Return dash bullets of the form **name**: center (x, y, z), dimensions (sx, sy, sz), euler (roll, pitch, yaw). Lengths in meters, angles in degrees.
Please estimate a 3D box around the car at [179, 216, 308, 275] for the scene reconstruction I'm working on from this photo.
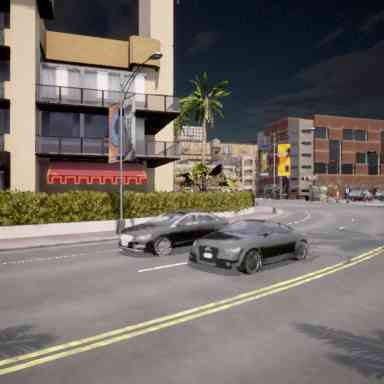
- **car**: center (1.906, 1.564, 10.522), dimensions (4.181, 1.385, 1.994), euler (0, 0, -43)

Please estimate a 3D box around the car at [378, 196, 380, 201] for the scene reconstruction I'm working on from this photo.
- **car**: center (44.866, 1.405, 76.308), dimensions (1.816, 1.474, 4.193), euler (0, 0, -17)

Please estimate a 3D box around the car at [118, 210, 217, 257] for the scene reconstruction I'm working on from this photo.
- **car**: center (-0.494, 1.491, 13.011), dimensions (4.902, 1.511, 2.128), euler (0, 0, -42)
